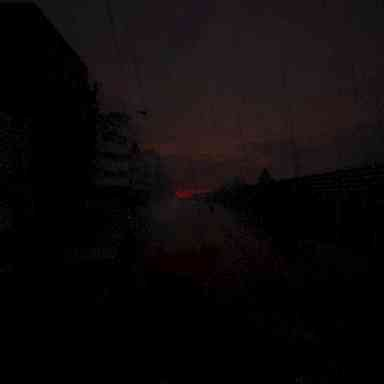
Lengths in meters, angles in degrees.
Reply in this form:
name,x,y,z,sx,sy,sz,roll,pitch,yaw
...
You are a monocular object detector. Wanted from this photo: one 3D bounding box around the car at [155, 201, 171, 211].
name,x,y,z,sx,sy,sz,roll,pitch,yaw
car,-4.096,1.989,47.495,1.895,1.301,4.718,0,0,0
